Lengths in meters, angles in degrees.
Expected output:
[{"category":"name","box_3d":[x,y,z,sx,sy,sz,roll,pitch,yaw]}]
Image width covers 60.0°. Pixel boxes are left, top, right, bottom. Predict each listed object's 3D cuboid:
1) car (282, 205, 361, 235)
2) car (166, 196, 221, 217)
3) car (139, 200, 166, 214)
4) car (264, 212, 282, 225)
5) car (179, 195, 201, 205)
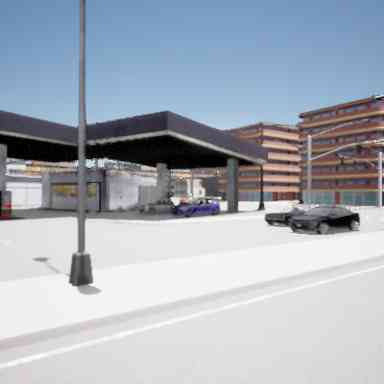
[{"category":"car","box_3d":[7.781,1.549,19.303,5.008,1.535,1.882,1,0,-35]},{"category":"car","box_3d":[0.416,1.369,30.224,4.611,1.667,2.242,0,0,-35]},{"category":"car","box_3d":[-3.542,1.527,34.457,3.806,1.475,1.970,0,0,-35]},{"category":"car","box_3d":[7.206,1.680,23.183,4.718,1.301,1.895,0,0,-35]},{"category":"car","box_3d":[-0.459,1.509,65.497,2.097,1.767,4.553,0,0,-36]}]
